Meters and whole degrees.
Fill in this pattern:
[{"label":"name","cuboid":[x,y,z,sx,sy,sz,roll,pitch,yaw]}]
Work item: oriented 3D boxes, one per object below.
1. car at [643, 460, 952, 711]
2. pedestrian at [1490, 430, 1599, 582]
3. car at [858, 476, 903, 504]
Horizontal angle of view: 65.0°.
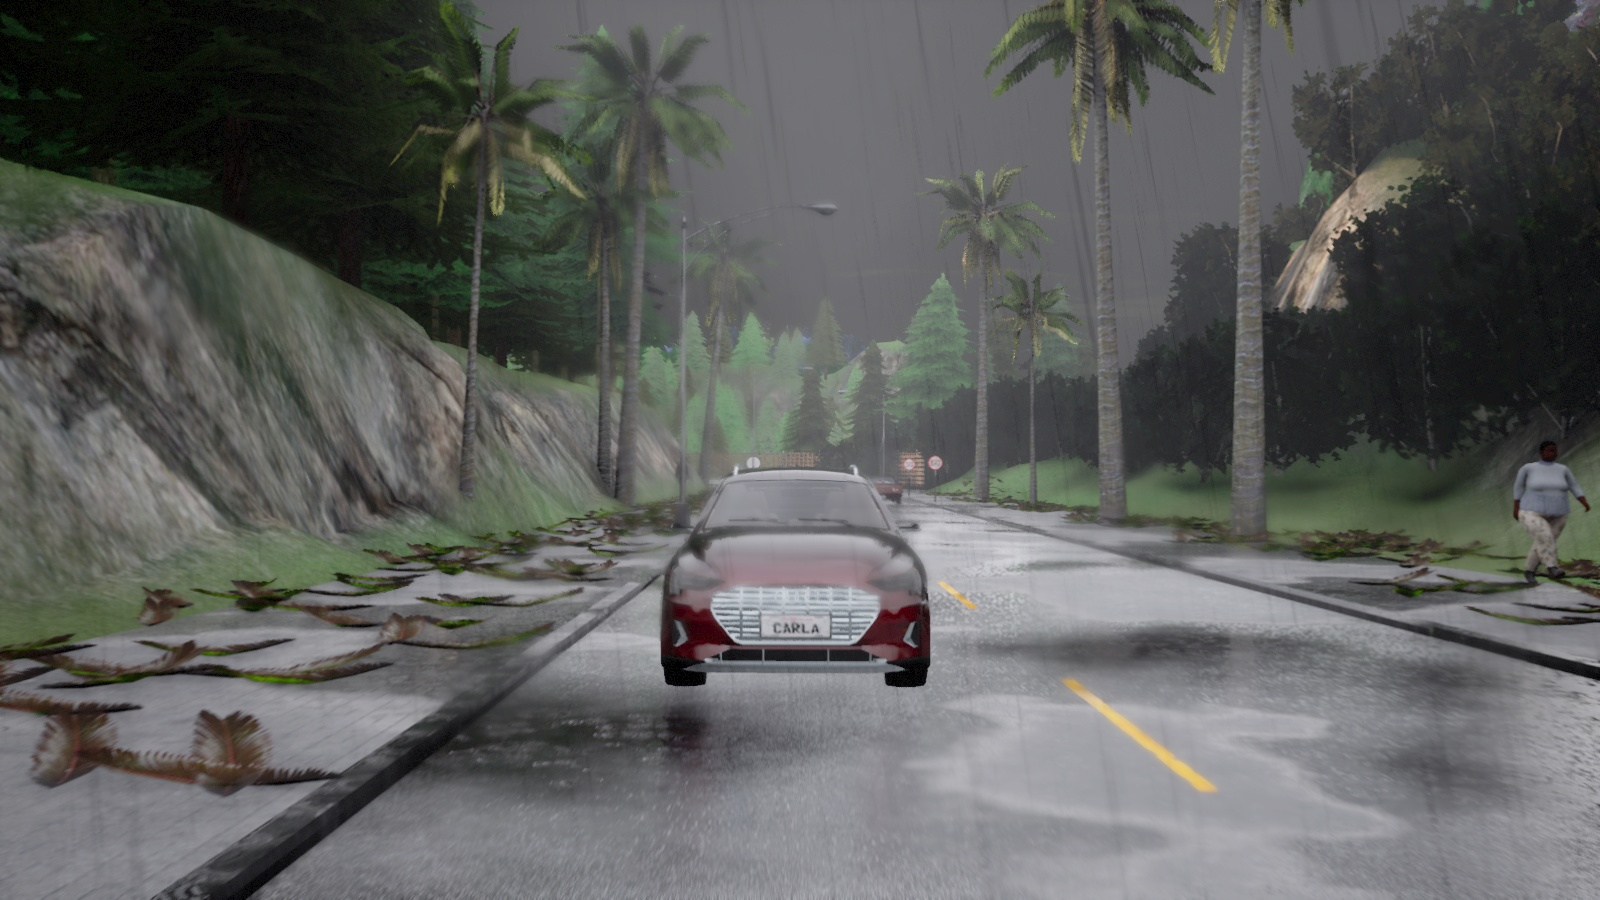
[{"label":"car","cuboid":[-0.025,0.923,10.711,2.033,1.649,4.856,0,-1,0]},{"label":"pedestrian","cuboid":[9.395,0.694,15.889,0.874,1.855,0.900,0,-1,7]},{"label":"car","cuboid":[3.916,1.928,61.464,1.895,1.301,4.718,0,-1,0]}]
